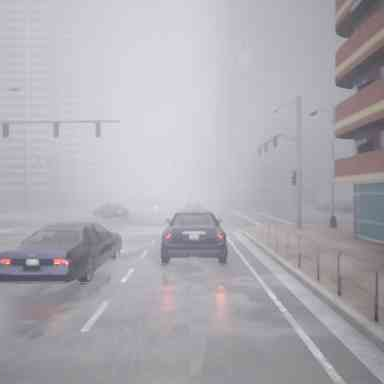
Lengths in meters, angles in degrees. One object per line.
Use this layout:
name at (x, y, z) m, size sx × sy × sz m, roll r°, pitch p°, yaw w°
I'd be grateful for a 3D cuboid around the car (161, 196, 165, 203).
car at (-7.002, 1.647, 73.780) m, size 1.837 × 1.490 × 4.892 m, roll 0°, pitch 0°, yaw 0°

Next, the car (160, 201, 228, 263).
car at (0.075, 1.377, 12.177) m, size 2.097 × 1.767 × 4.553 m, roll 0°, pitch 0°, yaw 0°

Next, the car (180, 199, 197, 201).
car at (0.087, 1.626, 30.505) m, size 1.994 × 1.385 × 4.181 m, roll 0°, pitch 0°, yaw 0°

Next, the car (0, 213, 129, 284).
car at (-3.433, 1.567, 9.681) m, size 2.033 × 1.411 × 5.357 m, roll 0°, pitch 0°, yaw 0°

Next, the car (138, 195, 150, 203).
car at (-10.502, 1.503, 73.362) m, size 2.097 × 1.767 × 4.553 m, roll 0°, pitch 0°, yaw 0°

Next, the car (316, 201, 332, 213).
car at (16.624, 1.604, 38.125) m, size 4.674 × 1.442 × 1.812 m, roll 0°, pitch 0°, yaw 1°

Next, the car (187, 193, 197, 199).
car at (-0.002, 1.308, 78.225) m, size 2.150 × 2.045 × 5.566 m, roll 0°, pitch 0°, yaw 0°

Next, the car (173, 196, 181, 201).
car at (-3.502, 1.624, 78.193) m, size 2.033 × 1.411 × 5.357 m, roll 0°, pitch 0°, yaw 0°

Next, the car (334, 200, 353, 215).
car at (17.719, 1.672, 34.617) m, size 4.718 × 1.301 × 1.895 m, roll 0°, pitch 0°, yaw 1°

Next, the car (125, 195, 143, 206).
car at (-10.542, 1.470, 58.378) m, size 2.097 × 1.767 × 4.553 m, roll 0°, pitch 0°, yaw 1°

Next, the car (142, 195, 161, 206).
car at (-7.042, 1.624, 58.796) m, size 1.837 × 1.490 × 4.892 m, roll 0°, pitch 0°, yaw 1°

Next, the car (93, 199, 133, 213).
car at (-7.196, 1.623, 29.295) m, size 1.994 × 1.385 × 4.181 m, roll 0°, pitch 0°, yaw -35°
